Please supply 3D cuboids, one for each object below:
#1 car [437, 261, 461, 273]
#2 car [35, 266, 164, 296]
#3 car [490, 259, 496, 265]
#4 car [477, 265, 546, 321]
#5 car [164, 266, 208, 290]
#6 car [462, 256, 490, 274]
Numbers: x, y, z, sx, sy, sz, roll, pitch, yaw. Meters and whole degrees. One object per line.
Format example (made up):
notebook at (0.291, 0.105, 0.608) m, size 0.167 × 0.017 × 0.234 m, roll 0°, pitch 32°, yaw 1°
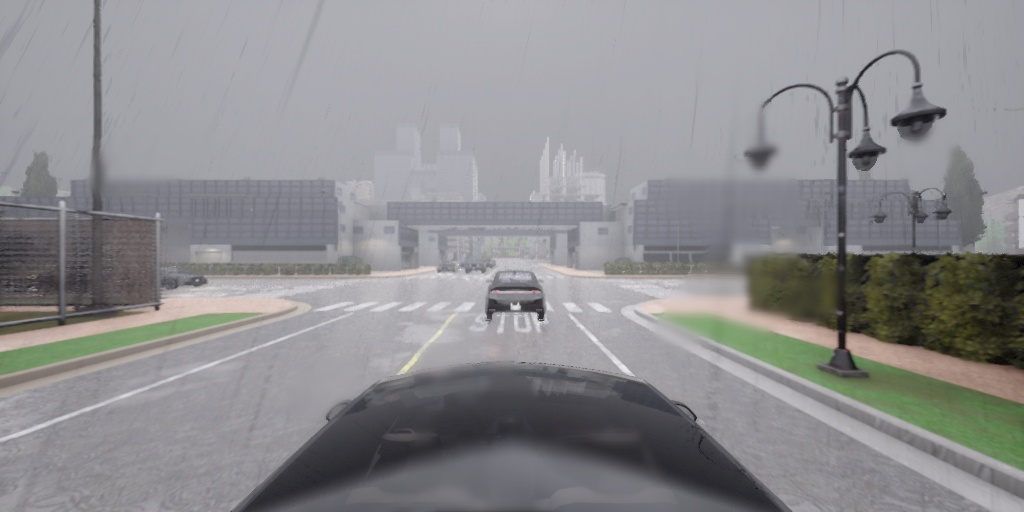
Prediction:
car at (-7.736, 1.353, 43.308) m, size 1.994 × 1.385 × 4.181 m, roll 0°, pitch 0°, yaw 0°
car at (-22.010, 1.268, 18.977) m, size 4.902 × 1.511 × 2.128 m, roll 0°, pitch 0°, yaw 0°
car at (-4.184, 1.151, 58.728) m, size 2.097 × 1.767 × 4.553 m, roll 0°, pitch 0°, yaw 1°
car at (0.097, 1.252, 12.544) m, size 2.128 × 1.511 × 4.902 m, roll 0°, pitch 0°, yaw 0°
car at (-21.698, 1.341, 22.474) m, size 4.181 × 1.385 × 1.994 m, roll 0°, pitch 0°, yaw 0°
car at (-4.244, 1.011, 42.604) m, size 2.150 × 2.045 × 5.566 m, roll 0°, pitch 0°, yaw 0°
